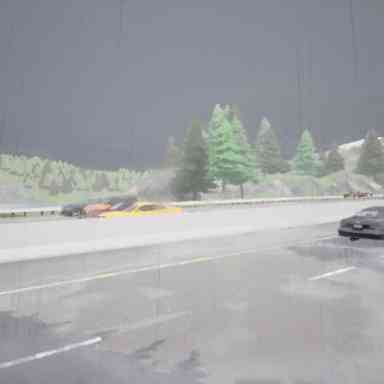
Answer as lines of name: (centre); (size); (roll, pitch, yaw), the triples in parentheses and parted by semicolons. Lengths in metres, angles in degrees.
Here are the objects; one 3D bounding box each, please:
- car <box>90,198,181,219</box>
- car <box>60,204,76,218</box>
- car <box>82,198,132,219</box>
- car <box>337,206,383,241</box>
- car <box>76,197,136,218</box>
car: (-2.901, 1.331, 19.136); (5.008, 1.535, 1.882); (-1, 1, -36)
car: (-8.505, 1.335, 28.038); (4.902, 1.511, 2.128); (-1, 1, -36)
car: (-4.569, 1.372, 22.246); (4.674, 1.442, 1.812); (-1, 1, -36)
car: (8.291, 1.298, 13.988); (5.357, 1.411, 2.033); (-1, 1, -36)
car: (-6.054, 1.187, 25.487); (4.553, 1.767, 2.097); (-1, 1, -36)
